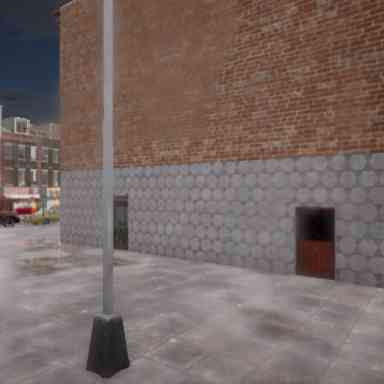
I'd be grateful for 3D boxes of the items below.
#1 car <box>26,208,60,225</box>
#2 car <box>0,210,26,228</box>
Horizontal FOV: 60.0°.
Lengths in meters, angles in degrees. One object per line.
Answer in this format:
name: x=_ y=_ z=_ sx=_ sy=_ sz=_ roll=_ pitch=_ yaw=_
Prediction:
car: x=-11.650 y=2.025 z=28.180 sx=1.752 sy=1.417 sz=4.829 roll=-1 pitch=-2 yaw=36
car: x=-14.979 y=1.709 z=23.539 sx=2.192 sy=1.841 sz=5.009 roll=-1 pitch=-2 yaw=36
